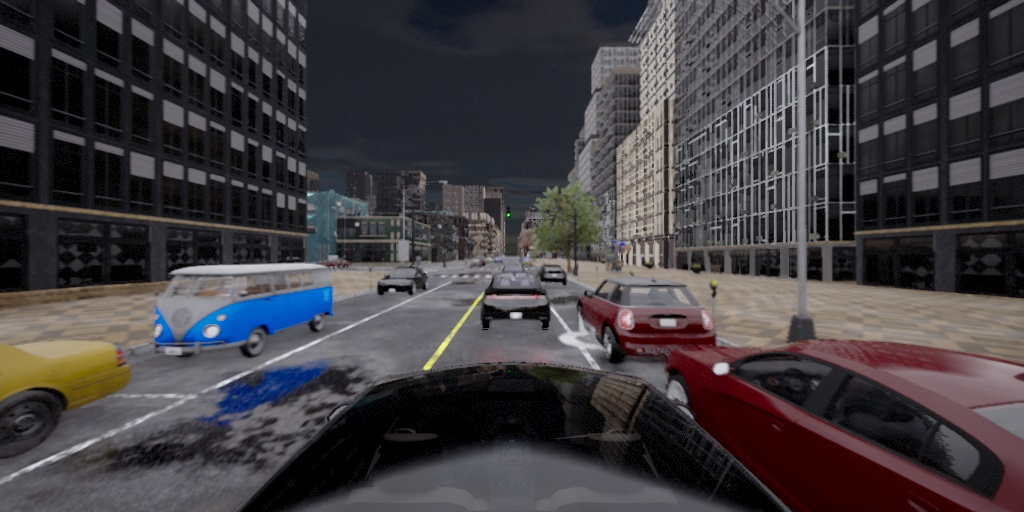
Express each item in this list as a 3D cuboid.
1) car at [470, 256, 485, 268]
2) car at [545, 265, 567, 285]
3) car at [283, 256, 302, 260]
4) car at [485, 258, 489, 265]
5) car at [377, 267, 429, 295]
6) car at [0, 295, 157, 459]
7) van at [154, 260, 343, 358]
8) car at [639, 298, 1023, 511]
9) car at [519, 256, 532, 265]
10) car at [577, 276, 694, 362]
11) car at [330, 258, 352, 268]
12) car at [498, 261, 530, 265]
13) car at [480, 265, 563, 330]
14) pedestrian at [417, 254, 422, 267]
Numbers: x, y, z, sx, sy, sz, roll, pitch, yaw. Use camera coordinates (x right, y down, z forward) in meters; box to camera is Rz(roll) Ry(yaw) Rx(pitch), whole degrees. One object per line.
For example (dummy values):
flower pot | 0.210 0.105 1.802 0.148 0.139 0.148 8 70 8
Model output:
car | -5.709 1.148 57.221 1.802 1.307 4.207 0 0 0
car | 2.682 1.239 24.748 1.948 1.339 4.313 0 0 0
car | -28.385 0.731 46.048 4.097 1.591 1.967 0 0 -1
car | -5.711 0.863 62.772 2.192 1.841 5.009 0 0 0
car | -5.696 1.258 19.205 1.948 1.339 4.313 0 0 0
car | -5.691 1.273 2.418 1.751 1.417 4.829 0 0 0
van | -5.692 1.070 8.127 1.690 1.789 3.998 0 0 0
car | 2.689 1.292 2.591 1.888 1.381 4.507 0 0 0
car | 2.669 1.073 62.947 1.751 1.417 4.829 0 0 0
car | 2.688 1.169 8.130 1.967 1.591 4.097 0 0 0
car | -22.837 0.942 46.128 4.207 1.307 1.802 0 0 -1
car | 0.091 1.268 26.810 1.895 1.301 4.718 0 0 0
car | 0.095 1.211 11.050 2.128 1.511 4.902 0 0 0
pedestrian | -12.766 0.630 49.219 0.375 1.860 0.375 0 -1 -1
